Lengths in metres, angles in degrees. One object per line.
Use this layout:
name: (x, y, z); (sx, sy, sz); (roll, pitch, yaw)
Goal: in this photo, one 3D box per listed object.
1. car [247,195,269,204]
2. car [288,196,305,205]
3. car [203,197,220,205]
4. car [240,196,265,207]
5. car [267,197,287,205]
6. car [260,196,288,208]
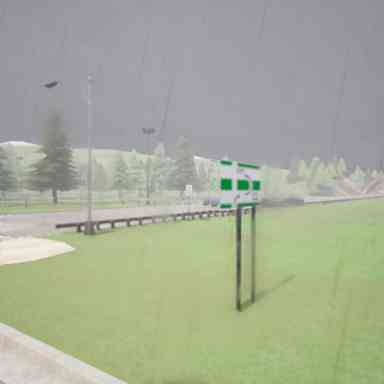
car: (12.053, 1.368, 60.212); (2.128, 1.511, 4.902); (0, 0, 35)
car: (17.320, 1.416, 55.528); (1.837, 1.490, 4.892); (0, 0, 35)
car: (3.531, 1.424, 54.008); (1.994, 1.385, 4.181); (0, 0, 35)
car: (9.103, 1.399, 49.774); (1.837, 1.490, 4.892); (0, 0, 35)
car: (14.941, 1.494, 58.234); (1.895, 1.301, 4.718); (0, 0, 35)
car: (11.468, 1.416, 47.059); (1.837, 1.490, 4.892); (0, 0, 35)
